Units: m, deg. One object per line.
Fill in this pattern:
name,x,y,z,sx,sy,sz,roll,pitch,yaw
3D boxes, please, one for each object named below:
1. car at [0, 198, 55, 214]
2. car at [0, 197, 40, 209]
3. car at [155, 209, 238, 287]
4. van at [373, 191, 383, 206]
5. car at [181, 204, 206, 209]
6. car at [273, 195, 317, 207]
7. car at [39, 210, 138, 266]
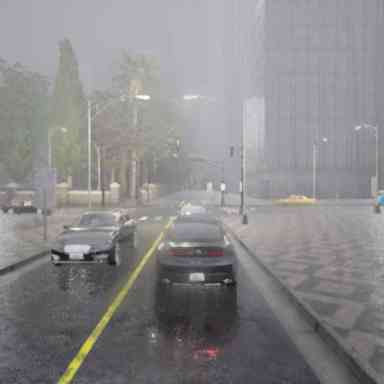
car,-14.918,1.382,30.478,4.403,1.369,2.008,0,1,0
car,-20.399,1.319,39.039,4.206,1.307,1.802,0,1,0
car,0.104,1.437,9.094,1.837,1.490,4.892,0,1,0
van,23.355,0.721,38.749,3.998,1.788,1.690,-1,1,0
car,0.100,1.396,19.170,2.033,1.411,5.357,0,1,1
car,11.947,1.026,38.828,4.829,1.417,1.752,-1,1,0
car,-3.038,1.407,11.233,2.128,1.511,4.902,0,0,1
